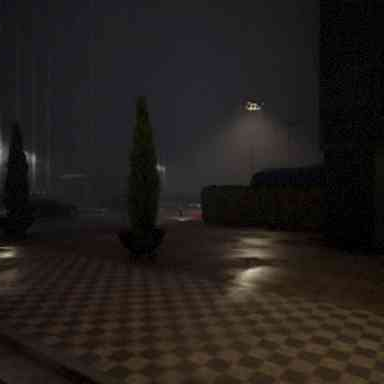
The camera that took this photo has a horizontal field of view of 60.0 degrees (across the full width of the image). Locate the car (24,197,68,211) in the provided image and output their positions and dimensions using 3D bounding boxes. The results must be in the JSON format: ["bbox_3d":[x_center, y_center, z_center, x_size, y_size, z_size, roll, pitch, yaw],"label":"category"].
[{"bbox_3d":[-16.618,1.320,38.029,1.994,1.385,4.181,0,0,35],"label":"car"}]

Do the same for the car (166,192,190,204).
[{"bbox_3d":[-2.272,0.981,58.437,2.150,2.045,5.566,0,0,35],"label":"car"}]

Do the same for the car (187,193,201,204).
[{"bbox_3d":[1.782,1.320,58.102,1.837,1.490,4.892,0,0,35],"label":"car"}]

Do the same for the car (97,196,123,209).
[{"bbox_3d":[-9.676,1.284,41.856,1.837,1.490,4.892,0,0,35],"label":"car"}]

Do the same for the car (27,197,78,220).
[{"bbox_3d":[-11.596,1.307,26.651,1.882,1.535,5.008,0,0,35],"label":"car"}]
